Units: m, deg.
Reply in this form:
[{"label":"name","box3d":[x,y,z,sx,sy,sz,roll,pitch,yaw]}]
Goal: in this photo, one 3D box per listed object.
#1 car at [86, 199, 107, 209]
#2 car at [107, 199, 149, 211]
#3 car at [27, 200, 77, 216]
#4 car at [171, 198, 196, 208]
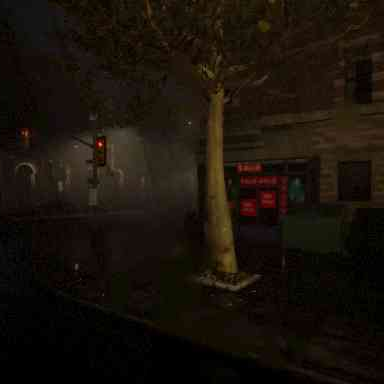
[{"label":"car","box3d":[-11.918,1.595,45.144,1.895,1.301,4.718,0,0,36]},{"label":"car","box3d":[-7.440,1.601,40.004,1.895,1.301,4.718,0,0,36]},{"label":"car","box3d":[-13.334,1.526,31.926,1.812,1.442,4.674,0,0,36]},{"label":"car","box3d":[-1.368,1.547,48.282,2.033,1.411,5.357,0,0,36]}]
